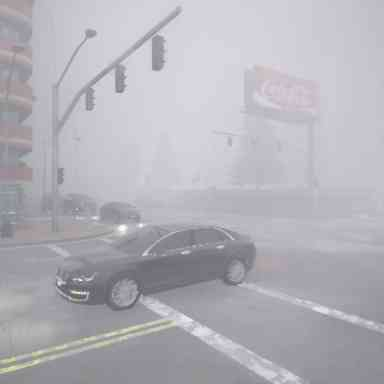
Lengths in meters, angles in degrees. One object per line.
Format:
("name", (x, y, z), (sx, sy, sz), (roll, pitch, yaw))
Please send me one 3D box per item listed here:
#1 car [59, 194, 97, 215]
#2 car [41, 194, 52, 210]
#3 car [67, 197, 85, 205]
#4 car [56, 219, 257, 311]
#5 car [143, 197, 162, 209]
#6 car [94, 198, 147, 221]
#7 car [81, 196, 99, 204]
("car", (-11.645, 1.219, 34.161), (2.150, 2.045, 5.566), (0, 0, -36))
("car", (-17.801, 1.219, 42.734), (2.150, 2.045, 5.566), (0, 0, -35))
("car", (-20.554, 1.560, 58.864), (1.994, 1.385, 4.181), (0, 0, -36))
("car", (-0.594, 1.502, 7.863), (4.892, 1.490, 1.837), (0, 0, -35))
("car", (-5.763, 1.500, 44.295), (1.837, 1.490, 4.892), (0, 0, -36))
("car", (-5.649, 1.502, 25.824), (1.837, 1.490, 4.892), (0, 0, -36))
("car", (-19.538, 1.473, 63.443), (1.882, 1.535, 5.008), (0, 0, -36))
